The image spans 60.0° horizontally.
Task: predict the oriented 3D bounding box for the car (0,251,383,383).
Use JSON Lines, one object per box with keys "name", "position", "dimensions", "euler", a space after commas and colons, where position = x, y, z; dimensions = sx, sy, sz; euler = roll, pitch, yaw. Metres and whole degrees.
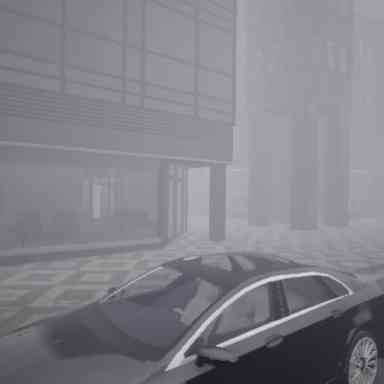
{"name": "car", "position": [0.216, 1.492, 3.540], "dimensions": [4.902, 1.511, 2.128], "euler": [0, 0, -36]}
